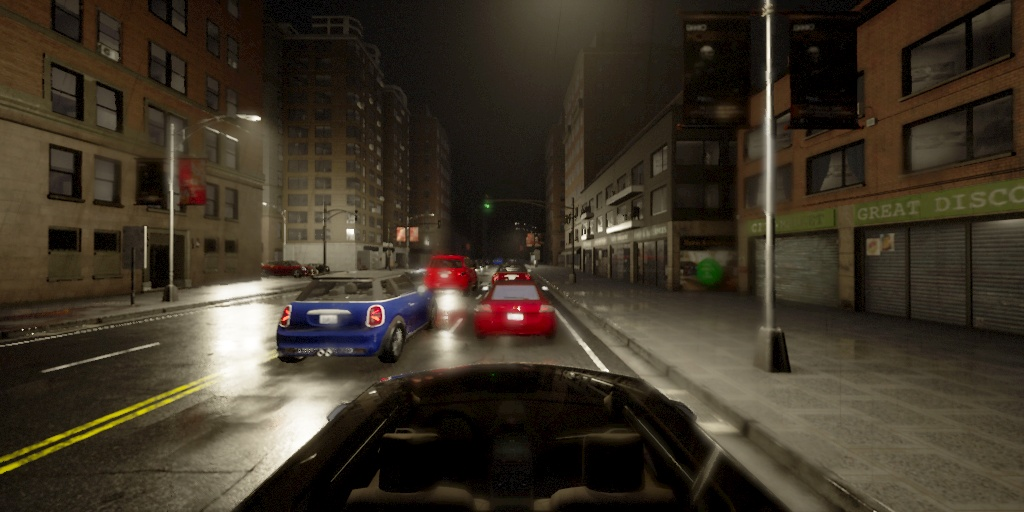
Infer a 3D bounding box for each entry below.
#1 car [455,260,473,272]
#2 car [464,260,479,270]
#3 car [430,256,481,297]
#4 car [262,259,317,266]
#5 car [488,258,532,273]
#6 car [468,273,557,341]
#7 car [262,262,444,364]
[{"bbox_3d":[-6.608,1.375,49.868,1.837,1.490,4.892,0,0,0],"label":"car"},{"bbox_3d":[-6.598,1.401,58.980,1.837,1.490,4.892,0,0,0],"label":"car"},{"bbox_3d":[-3.153,1.014,19.448,2.150,2.045,5.566,0,0,0],"label":"car"},{"bbox_3d":[-20.801,1.170,33.488,4.553,1.767,2.097,0,0,2],"label":"car"},{"bbox_3d":[0.019,1.143,19.971,2.097,1.767,4.553,0,0,0],"label":"car"},{"bbox_3d":[0.092,1.332,10.005,1.994,1.385,4.181,0,0,0],"label":"car"},{"bbox_3d":[-3.149,1.116,8.298,2.097,1.767,4.553,0,0,0],"label":"car"}]
